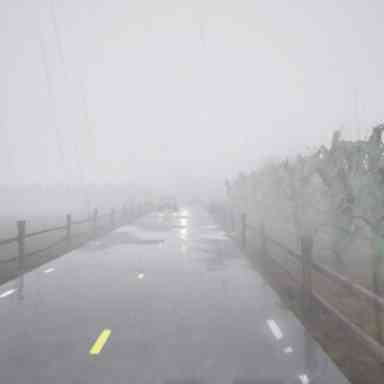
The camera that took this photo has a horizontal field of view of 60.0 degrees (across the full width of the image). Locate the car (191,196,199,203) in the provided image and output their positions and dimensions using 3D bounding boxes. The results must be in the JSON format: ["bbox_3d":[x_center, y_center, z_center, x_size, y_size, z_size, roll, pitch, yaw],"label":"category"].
[{"bbox_3d":[0.811,1.879,86.557,2.097,1.767,4.553,0,-1,0],"label":"car"}]

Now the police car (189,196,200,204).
[{"bbox_3d":[0.813,1.850,76.695,1.930,1.638,5.238,0,-1,0],"label":"police car"}]

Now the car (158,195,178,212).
[{"bbox_3d":[-2.847,1.365,40.592,2.150,2.045,5.566,0,0,0],"label":"car"}]
